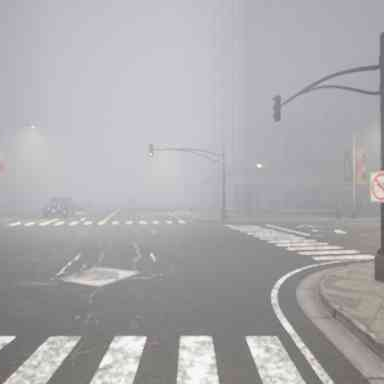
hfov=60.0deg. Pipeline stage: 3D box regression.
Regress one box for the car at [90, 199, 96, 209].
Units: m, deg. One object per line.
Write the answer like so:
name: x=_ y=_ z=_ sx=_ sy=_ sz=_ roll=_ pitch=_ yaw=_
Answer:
car: x=-16.591 y=1.888 z=53.550 sx=1.882 sy=1.535 sz=5.008 roll=0 pitch=0 yaw=-9

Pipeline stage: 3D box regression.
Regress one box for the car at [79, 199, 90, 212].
car: x=-14.973 y=1.894 z=43.520 sx=1.994 sy=1.385 sz=4.181 roll=0 pitch=0 yaw=-10

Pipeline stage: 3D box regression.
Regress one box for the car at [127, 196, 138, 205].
car: x=-13.180 y=1.813 z=73.550 sx=2.150 sy=2.045 sz=5.566 roll=0 pitch=-1 yaw=-9

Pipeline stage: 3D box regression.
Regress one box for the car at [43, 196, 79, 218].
car: x=-13.352 y=1.473 z=33.665 sx=2.150 sy=2.045 sz=5.566 roll=0 pitch=0 yaw=-10
